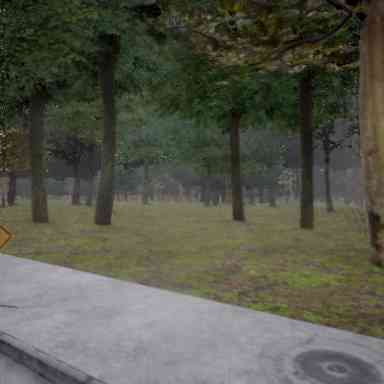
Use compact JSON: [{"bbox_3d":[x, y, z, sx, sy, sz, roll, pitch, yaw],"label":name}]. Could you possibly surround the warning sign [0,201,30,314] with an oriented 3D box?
[{"bbox_3d":[-3.714,1.104,5.700,1.060,1.860,1.300,-1,0,36],"label":"warning sign"}]
